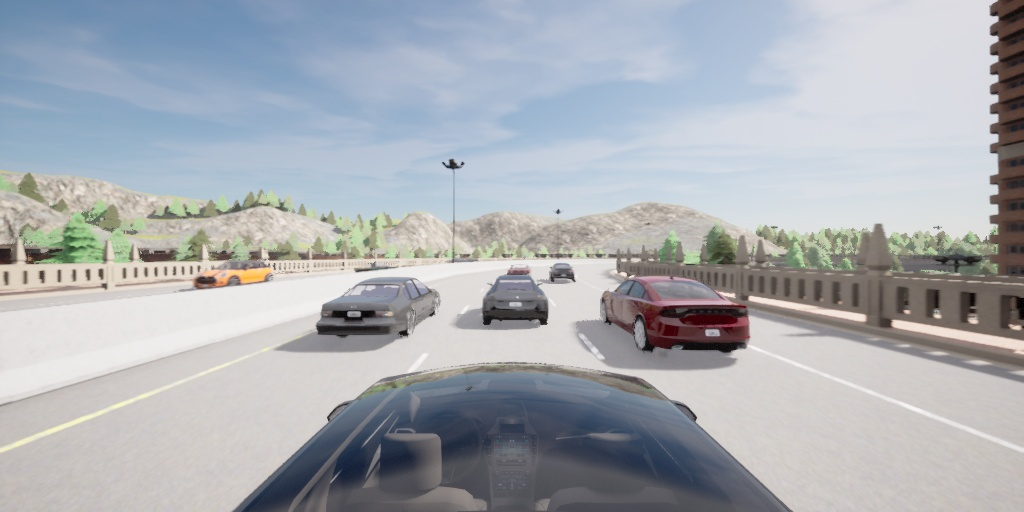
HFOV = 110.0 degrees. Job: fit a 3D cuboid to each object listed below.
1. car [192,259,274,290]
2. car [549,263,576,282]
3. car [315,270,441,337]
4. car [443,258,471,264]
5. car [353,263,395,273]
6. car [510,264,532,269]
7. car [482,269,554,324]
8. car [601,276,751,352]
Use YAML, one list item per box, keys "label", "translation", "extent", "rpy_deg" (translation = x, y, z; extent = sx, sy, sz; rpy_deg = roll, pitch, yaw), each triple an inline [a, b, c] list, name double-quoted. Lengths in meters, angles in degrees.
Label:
- label: "car"
  translation: [-17.430, 1.103, 22.687]
  extent: [2.097, 1.767, 4.553]
  rpy_deg: [0, 0, 2]
- label: "car"
  translation: [4.051, 1.276, 29.053]
  extent: [1.812, 1.442, 4.674]
  rpy_deg: [0, 0, 5]
- label: "car"
  translation: [-3.400, 1.298, 10.228]
  extent: [2.033, 1.411, 5.357]
  rpy_deg: [0, 0, 0]
- label: "car"
  translation: [-7.375, 1.102, 46.121]
  extent: [2.097, 1.767, 4.553]
  rpy_deg: [0, 0, 15]
- label: "car"
  translation: [-13.135, 1.352, 34.381]
  extent: [1.895, 1.301, 4.718]
  rpy_deg: [0, 0, 7]
- label: "car"
  translation: [0.803, 1.351, 31.870]
  extent: [1.895, 1.301, 4.718]
  rpy_deg: [0, 0, 6]
- label: "car"
  translation: [0.099, 1.314, 11.980]
  extent: [1.994, 1.385, 4.181]
  rpy_deg: [0, 0, 0]
- label: "car"
  translation: [3.600, 1.228, 8.908]
  extent: [1.882, 1.535, 5.008]
  rpy_deg: [0, 0, 0]
